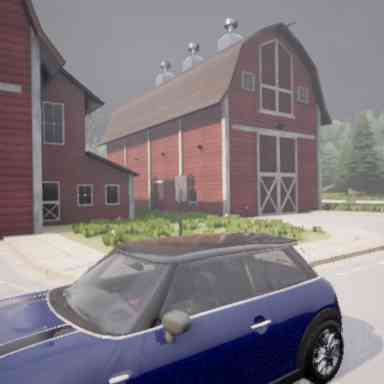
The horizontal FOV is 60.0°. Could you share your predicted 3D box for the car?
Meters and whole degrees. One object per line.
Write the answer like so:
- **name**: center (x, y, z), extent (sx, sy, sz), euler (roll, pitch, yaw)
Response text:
- **car**: center (-0.338, 1.349, 3.746), extent (4.553, 1.767, 2.097), euler (0, 1, -36)
